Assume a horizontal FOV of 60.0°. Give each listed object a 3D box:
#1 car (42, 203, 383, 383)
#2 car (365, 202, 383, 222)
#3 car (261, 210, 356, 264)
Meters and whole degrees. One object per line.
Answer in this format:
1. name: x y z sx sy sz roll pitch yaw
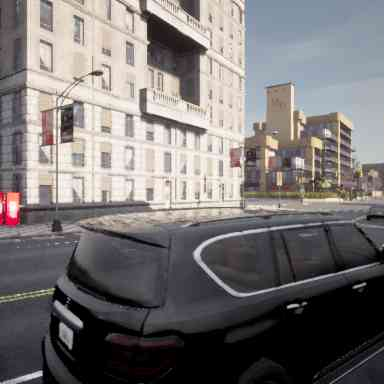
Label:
1. car: 1.076 1.221 4.348 5.566 2.045 2.150 0 0 -39
2. car: 15.353 1.552 26.714 1.994 1.385 4.181 0 0 36
3. car: 4.600 1.519 12.664 1.812 1.442 4.674 0 0 41
